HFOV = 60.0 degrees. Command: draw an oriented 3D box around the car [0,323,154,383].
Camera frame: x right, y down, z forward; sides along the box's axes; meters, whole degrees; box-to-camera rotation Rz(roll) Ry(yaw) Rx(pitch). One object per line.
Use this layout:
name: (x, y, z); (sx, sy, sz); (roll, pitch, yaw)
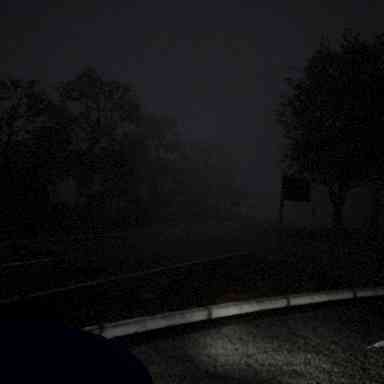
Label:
car: (-2.493, 1.450, 1.487); (5.008, 1.535, 1.882); (1, 0, -37)
